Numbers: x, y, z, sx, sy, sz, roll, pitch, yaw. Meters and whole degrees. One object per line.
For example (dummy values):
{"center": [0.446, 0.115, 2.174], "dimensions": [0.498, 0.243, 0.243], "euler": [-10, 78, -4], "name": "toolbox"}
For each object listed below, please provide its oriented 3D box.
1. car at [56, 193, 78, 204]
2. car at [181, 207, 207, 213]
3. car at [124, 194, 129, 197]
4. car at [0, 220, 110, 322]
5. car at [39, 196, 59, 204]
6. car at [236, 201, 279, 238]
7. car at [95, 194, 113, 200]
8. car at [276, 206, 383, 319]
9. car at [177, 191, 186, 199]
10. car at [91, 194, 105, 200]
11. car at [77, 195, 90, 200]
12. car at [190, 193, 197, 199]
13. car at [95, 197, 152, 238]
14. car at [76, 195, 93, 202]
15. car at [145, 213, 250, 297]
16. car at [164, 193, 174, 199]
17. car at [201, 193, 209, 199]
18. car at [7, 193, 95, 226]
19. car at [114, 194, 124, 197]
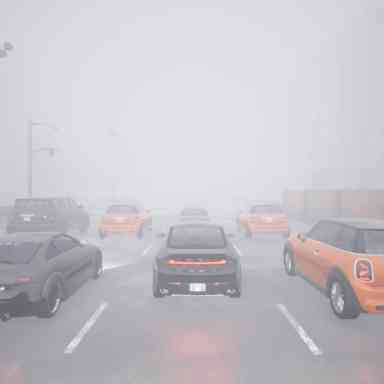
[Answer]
{"center": [-24.414, 1.198, 65.321], "dimensions": [2.150, 2.045, 5.566], "euler": [0, 0, 0], "name": "car"}
{"center": [0.117, 1.548, 18.863], "dimensions": [2.033, 1.411, 5.357], "euler": [0, 0, 0], "name": "car"}
{"center": [-17.240, 1.339, 85.045], "dimensions": [1.812, 1.442, 4.674], "euler": [0, 1, 1], "name": "car"}
{"center": [-3.396, 1.564, 7.365], "dimensions": [1.994, 1.385, 4.181], "euler": [0, 0, 0], "name": "car"}
{"center": [-27.916, 1.569, 65.081], "dimensions": [1.895, 1.301, 4.718], "euler": [0, 0, 0], "name": "car"}
{"center": [3.610, 1.351, 17.722], "dimensions": [2.097, 1.767, 4.553], "euler": [0, 0, 0], "name": "car"}
{"center": [-17.416, 1.463, 65.046], "dimensions": [1.837, 1.490, 4.892], "euler": [0, 0, 0], "name": "car"}
{"center": [3.604, 1.352, 7.517], "dimensions": [2.097, 1.767, 4.553], "euler": [0, 0, 0], "name": "car"}
{"center": [-3.162, 1.192, 93.644], "dimensions": [1.837, 1.490, 4.892], "euler": [0, 1, 1], "name": "car"}
{"center": [-24.234, 1.332, 85.740], "dimensions": [2.128, 1.511, 4.902], "euler": [0, 1, 1], "name": "car"}
{"center": [-27.739, 1.410, 85.104], "dimensions": [1.895, 1.301, 4.718], "euler": [0, 1, 1], "name": "car"}
{"center": [0.338, 1.170, 93.610], "dimensions": [1.882, 1.535, 5.008], "euler": [0, 1, 1], "name": "car"}
{"center": [-3.390, 1.351, 17.768], "dimensions": [2.097, 1.767, 4.553], "euler": [0, 0, 0], "name": "car"}
{"center": [-24.326, 1.435, 75.437], "dimensions": [2.128, 1.511, 4.902], "euler": [0, 0, 1], "name": "car"}
{"center": [0.105, 1.505, 8.533], "dimensions": [1.837, 1.490, 4.892], "euler": [0, 0, 0], "name": "car"}
{"center": [-6.662, 1.253, 93.590], "dimensions": [1.994, 1.385, 4.181], "euler": [0, 1, 1], "name": "car"}
{"center": [3.842, 1.242, 93.991], "dimensions": [1.994, 1.385, 4.181], "euler": [0, 1, 1], "name": "car"}
{"center": [-6.892, 1.222, 16.600], "dimensions": [2.150, 2.045, 5.566], "euler": [0, 0, 0], "name": "car"}
{"center": [-17.332, 1.393, 74.755], "dimensions": [1.882, 1.535, 5.008], "euler": [0, 0, 1], "name": "car"}
